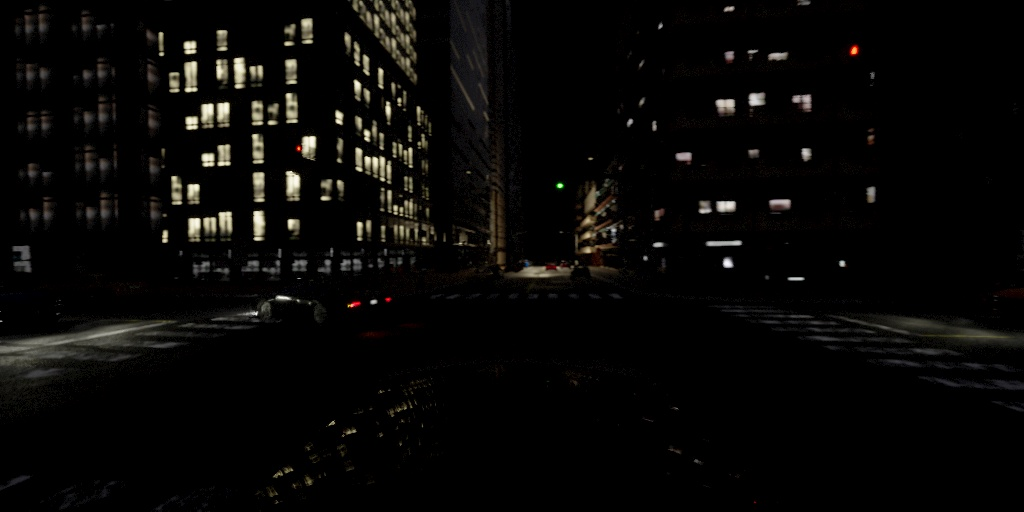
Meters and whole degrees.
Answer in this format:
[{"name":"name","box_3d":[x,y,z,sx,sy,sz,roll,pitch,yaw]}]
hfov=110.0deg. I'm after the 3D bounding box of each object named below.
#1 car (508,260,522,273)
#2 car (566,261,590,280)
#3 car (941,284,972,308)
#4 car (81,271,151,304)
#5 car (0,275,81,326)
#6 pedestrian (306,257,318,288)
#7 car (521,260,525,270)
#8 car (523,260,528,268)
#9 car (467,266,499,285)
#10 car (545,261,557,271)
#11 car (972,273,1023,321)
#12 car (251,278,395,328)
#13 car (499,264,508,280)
[{"name":"car","box_3d":[-0.012,1.720,51.981,1.888,1.381,4.507,0,0,6]},{"name":"car","box_3d":[6.495,1.490,34.217,2.007,1.370,4.403,0,0,6]},{"name":"car","box_3d":[17.834,1.239,12.402,4.403,1.370,2.007,0,0,7]},{"name":"car","box_3d":[-19.869,1.421,16.979,4.829,1.417,1.751,0,0,7]},{"name":"car","box_3d":[-16.441,1.407,10.759,5.008,1.535,1.882,0,1,6]},{"name":"pedestrian","box_3d":[-10.513,0.961,18.827,0.375,1.860,0.375,-1,0,7]},{"name":"car","box_3d":[0.596,1.797,57.603,1.802,1.307,4.207,0,0,6]},{"name":"car","box_3d":[1.203,1.800,63.225,1.888,1.381,4.507,0,0,6]},{"name":"car","box_3d":[-2.463,1.541,29.327,1.751,1.417,4.829,0,0,6]},{"name":"car","box_3d":[6.194,1.734,56.516,1.895,1.301,4.718,-1,0,6]},{"name":"car","box_3d":[16.764,1.195,9.920,5.008,1.535,1.882,0,1,7]},{"name":"car","box_3d":[-6.439,1.450,12.082,5.357,1.411,2.033,0,0,28]},{"name":"car","box_3d":[-1.837,1.622,35.117,1.948,1.339,4.313,0,0,6]}]
